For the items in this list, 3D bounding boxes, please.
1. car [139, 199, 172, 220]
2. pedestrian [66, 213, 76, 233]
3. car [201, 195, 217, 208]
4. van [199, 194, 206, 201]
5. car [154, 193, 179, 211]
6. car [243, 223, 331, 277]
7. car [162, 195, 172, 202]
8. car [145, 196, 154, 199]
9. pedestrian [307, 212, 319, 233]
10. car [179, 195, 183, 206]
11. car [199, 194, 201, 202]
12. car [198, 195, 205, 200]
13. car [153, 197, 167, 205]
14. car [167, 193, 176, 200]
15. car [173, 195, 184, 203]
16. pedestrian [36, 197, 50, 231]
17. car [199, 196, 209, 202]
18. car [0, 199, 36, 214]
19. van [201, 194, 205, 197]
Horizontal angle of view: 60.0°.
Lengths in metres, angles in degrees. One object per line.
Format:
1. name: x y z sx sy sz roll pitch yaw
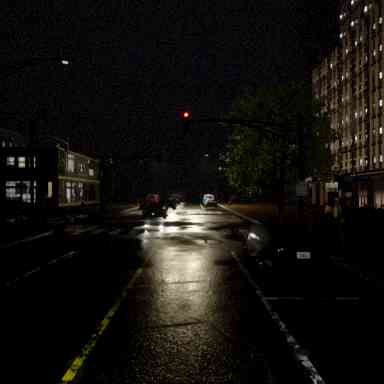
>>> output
1. car: -3.087 1.565 28.379 1.994 1.385 4.181 0 0 1
2. pedestrian: -6.650 1.675 18.394 0.500 1.100 0.500 0 0 0
3. car: 2.707 1.529 48.322 1.752 1.417 4.829 0 0 0
4. van: 2.720 1.349 87.010 1.690 1.788 3.998 0 0 0
5. car: -3.086 1.225 41.673 2.150 2.045 5.566 0 0 0
6. car: 2.697 1.566 10.123 1.947 1.339 4.313 0 0 0
7. car: -5.665 1.532 75.738 1.752 1.417 4.829 0 0 0
8. car: -5.675 1.585 42.602 1.802 1.307 4.206 0 0 0
9. pedestrian: 6.162 1.522 17.092 0.500 1.100 0.500 0 0 0
10. car: -3.070 1.225 57.126 2.150 2.045 5.566 0 0 0
11. car: 2.712 1.556 64.806 2.008 1.369 4.403 0 0 0
12. car: 2.721 1.534 92.731 1.752 1.417 4.829 0 0 0
13. car: -5.670 1.555 59.255 2.008 1.369 4.403 0 0 0
14. car: -5.660 1.324 92.561 2.192 1.841 5.009 0 0 0
15. car: -2.979 1.531 72.644 2.128 1.511 4.902 0 0 0
16. pedestrian: -8.031 1.142 17.821 0.375 1.860 0.375 0 0 0
17. car: 2.715 1.572 75.908 1.947 1.339 4.313 0 0 0
18. car: -17.260 1.372 31.608 4.507 1.381 1.887 1 -1 -1
19. van: 2.710 1.345 53.704 1.690 1.788 3.998 0 0 0
